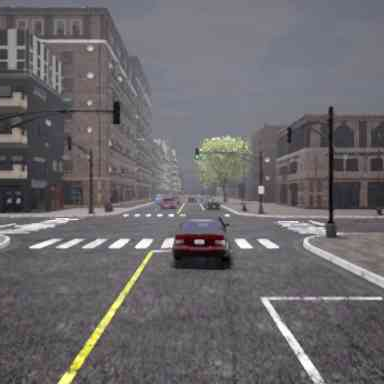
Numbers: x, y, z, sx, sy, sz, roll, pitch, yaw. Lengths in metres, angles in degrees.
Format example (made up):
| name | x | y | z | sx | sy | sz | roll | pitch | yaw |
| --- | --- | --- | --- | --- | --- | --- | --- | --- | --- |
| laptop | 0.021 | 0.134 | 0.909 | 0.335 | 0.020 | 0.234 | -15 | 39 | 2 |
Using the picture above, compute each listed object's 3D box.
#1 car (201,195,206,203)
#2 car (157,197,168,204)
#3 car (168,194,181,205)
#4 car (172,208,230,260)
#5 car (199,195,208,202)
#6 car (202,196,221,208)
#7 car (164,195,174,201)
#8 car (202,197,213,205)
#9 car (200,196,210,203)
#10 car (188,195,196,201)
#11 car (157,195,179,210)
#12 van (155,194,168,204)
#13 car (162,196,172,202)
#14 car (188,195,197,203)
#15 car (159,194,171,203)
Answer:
| name | x | y | z | sx | sy | sz | roll | pitch | yaw |
| --- | --- | --- | --- | --- | --- | --- | --- | --- | --- |
| car | 2.703 | 1.422 | 48.241 | 1.967 | 1.590 | 4.097 | 0 | 0 | 0 |
| car | -5.673 | 1.576 | 65.335 | 1.802 | 1.307 | 4.206 | 0 | 0 | 0 |
| car | -3.023 | 1.514 | 59.813 | 1.812 | 1.442 | 4.674 | 0 | 0 | 1 |
| car | 0.419 | 1.533 | 12.405 | 2.033 | 1.411 | 5.357 | 0 | 0 | 5 |
| car | 2.710 | 1.447 | 76.725 | 1.967 | 1.590 | 4.097 | 0 | 0 | 0 |
| car | 2.701 | 1.530 | 42.544 | 2.008 | 1.369 | 4.403 | 0 | 0 | 0 |
| car | -5.669 | 1.567 | 82.425 | 2.008 | 1.369 | 4.403 | 0 | 0 | 0 |
| car | 2.706 | 1.570 | 59.635 | 1.802 | 1.307 | 4.206 | 0 | 0 | 0 |
| car | 2.709 | 1.550 | 71.028 | 2.008 | 1.369 | 4.403 | 0 | 0 | 0 |
| car | 0.023 | 1.476 | 79.734 | 1.994 | 1.385 | 4.181 | 0 | 0 | 0 |
| car | -3.072 | 1.506 | 43.196 | 1.812 | 1.442 | 4.674 | 0 | 0 | 0 |
| van | -5.675 | 1.330 | 59.638 | 1.690 | 1.788 | 3.998 | 0 | 0 | 0 |
| car | -5.670 | 1.574 | 76.729 | 1.947 | 1.339 | 4.313 | 0 | 0 | 0 |
| car | 0.020 | 1.511 | 69.310 | 2.128 | 1.511 | 4.902 | 0 | 0 | 0 |
| car | -5.672 | 1.315 | 71.032 | 2.192 | 1.841 | 5.009 | 0 | 0 | 0 |
